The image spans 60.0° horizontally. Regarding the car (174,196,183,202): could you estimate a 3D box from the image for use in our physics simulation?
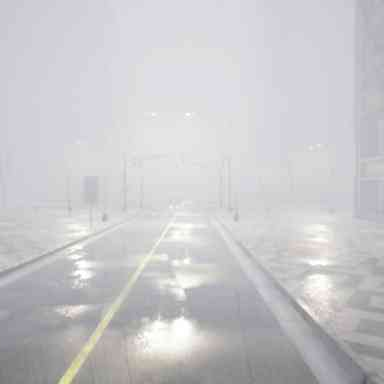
[{"bbox_3d":[-2.996,1.509,74.768,1.895,1.301,4.718,0,0,0],"label":"car"}]

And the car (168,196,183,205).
[{"bbox_3d":[-2.997,1.469,56.418,2.128,1.511,4.902,0,1,0],"label":"car"}]
